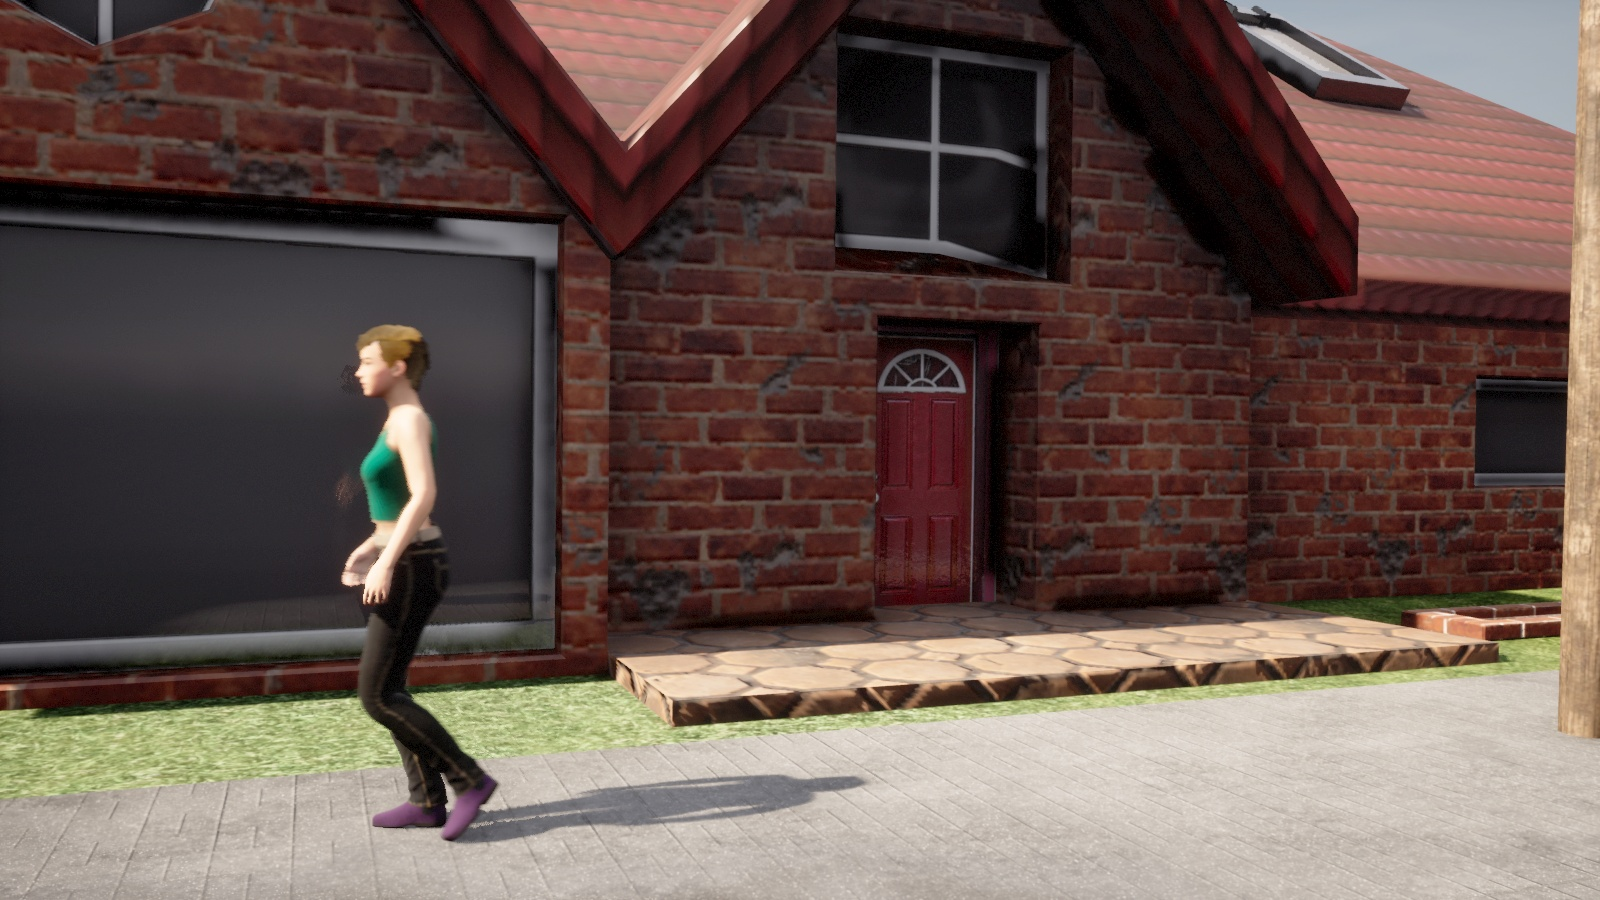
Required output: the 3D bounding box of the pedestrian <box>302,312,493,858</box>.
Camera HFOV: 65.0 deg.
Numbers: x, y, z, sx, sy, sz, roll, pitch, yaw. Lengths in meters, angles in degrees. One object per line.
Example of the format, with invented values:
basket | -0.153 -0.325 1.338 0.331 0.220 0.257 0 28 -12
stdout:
pedestrian | -1.408 0.450 4.453 0.594 1.836 0.345 -1 1 -14
